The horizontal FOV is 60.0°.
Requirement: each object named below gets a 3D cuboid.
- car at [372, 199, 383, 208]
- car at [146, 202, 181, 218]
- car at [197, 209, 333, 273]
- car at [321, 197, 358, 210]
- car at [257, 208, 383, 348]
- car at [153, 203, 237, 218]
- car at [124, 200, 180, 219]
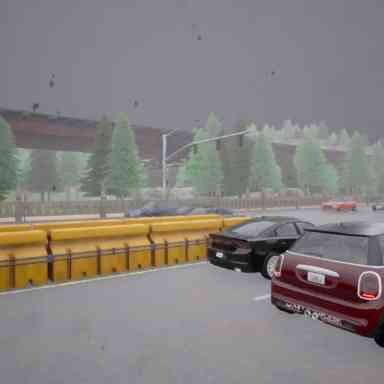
[{"bbox_3d":[21.742,1.491,36.687,4.902,1.511,2.128,0,0,-35],"label":"car"},{"bbox_3d":[0.062,1.547,21.229,5.357,1.411,2.033,0,0,-35],"label":"car"},{"bbox_3d":[2.738,1.478,10.027,5.008,1.535,1.882,0,0,-35],"label":"car"},{"bbox_3d":[16.492,1.352,37.240,4.553,1.767,2.097,0,0,-35],"label":"car"},{"bbox_3d":[3.660,1.352,6.395,4.553,1.767,2.097,0,0,-35],"label":"car"},{"bbox_3d":[0.679,1.506,17.371,4.892,1.490,1.837,1,0,-35],"label":"car"},{"bbox_3d":[-2.532,1.351,23.679,4.553,1.767,2.097,0,0,-35],"label":"car"}]
